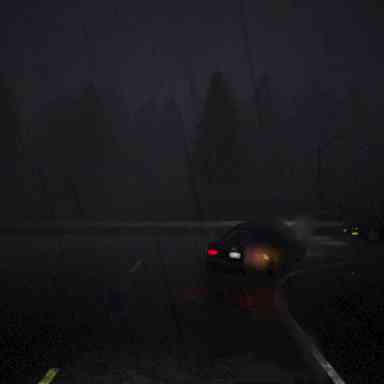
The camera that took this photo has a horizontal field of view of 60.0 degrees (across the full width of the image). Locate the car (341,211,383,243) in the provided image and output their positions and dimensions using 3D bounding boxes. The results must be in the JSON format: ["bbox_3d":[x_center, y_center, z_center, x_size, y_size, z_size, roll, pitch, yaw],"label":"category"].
[{"bbox_3d":[10.196,1.708,16.930,4.892,1.490,1.837,0,0,0],"label":"car"}]

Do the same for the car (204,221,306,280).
[{"bbox_3d":[2.179,1.621,10.256,2.033,1.411,5.357,0,-1,27],"label":"car"}]
